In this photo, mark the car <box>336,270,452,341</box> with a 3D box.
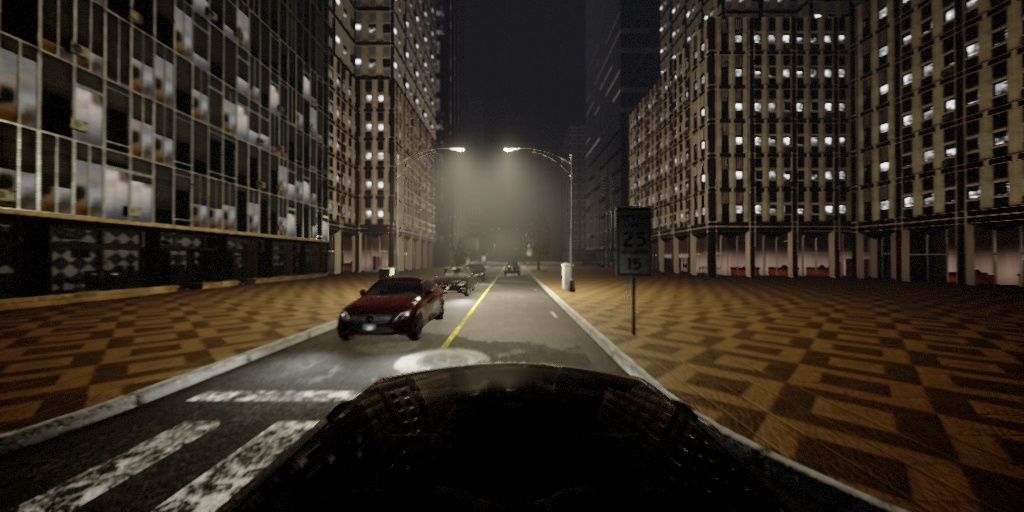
[{"bbox_3d":[-3.089,1.294,10.099,1.812,1.442,4.674,0,0,0],"label":"car"}]

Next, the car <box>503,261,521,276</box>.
[{"bbox_3d":[0.029,1.433,40.234,2.033,1.411,5.357,0,0,0],"label":"car"}]

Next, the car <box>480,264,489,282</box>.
[{"bbox_3d":[-3.067,1.373,30.333,1.812,1.442,4.674,0,0,0],"label":"car"}]

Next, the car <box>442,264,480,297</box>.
[{"bbox_3d":[-3.082,1.311,19.599,1.837,1.490,4.892,0,-1,0],"label":"car"}]
